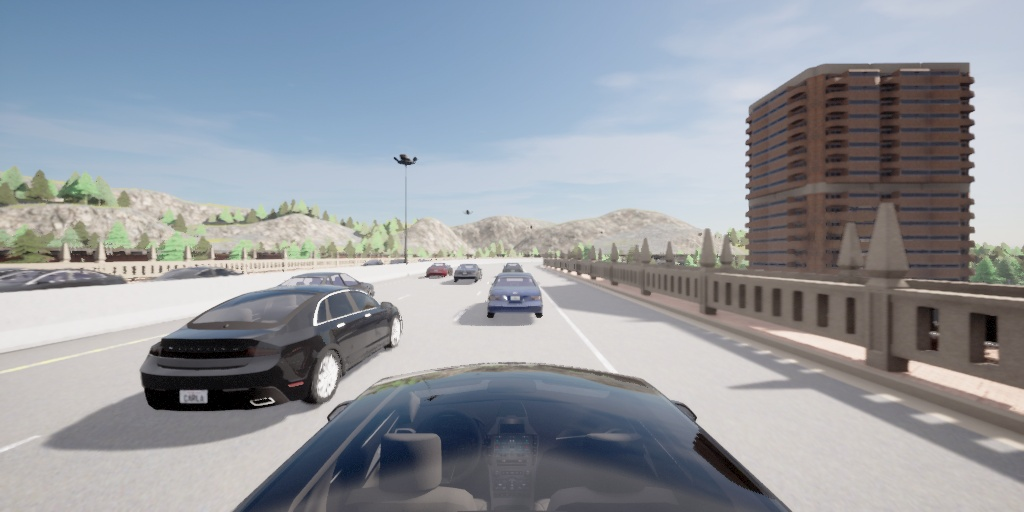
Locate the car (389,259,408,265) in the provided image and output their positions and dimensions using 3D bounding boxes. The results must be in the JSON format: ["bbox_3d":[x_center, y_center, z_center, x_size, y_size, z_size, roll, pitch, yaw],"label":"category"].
[{"bbox_3d":[-17.579,1.241,55.572,1.837,1.490,4.892,0,0,0],"label":"car"}]

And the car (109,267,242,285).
[{"bbox_3d":[-14.106,1.251,15.891,1.837,1.490,4.892,0,0,0],"label":"car"}]

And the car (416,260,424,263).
[{"bbox_3d":[-14.064,1.285,57.442,2.033,1.411,5.357,0,0,1],"label":"car"}]

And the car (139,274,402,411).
[{"bbox_3d":[-3.402,1.254,6.254,1.837,1.490,4.892,0,0,0],"label":"car"}]

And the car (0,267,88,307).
[{"bbox_3d":[-21.105,1.251,14.640,1.837,1.490,4.892,0,0,0],"label":"car"}]

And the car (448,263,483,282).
[{"bbox_3d":[-3.412,1.292,28.393,2.033,1.411,5.357,0,0,0],"label":"car"}]

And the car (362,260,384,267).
[{"bbox_3d":[-21.082,1.263,54.656,1.812,1.442,4.674,0,0,0],"label":"car"}]

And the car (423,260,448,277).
[{"bbox_3d":[-6.915,1.307,34.577,1.994,1.385,4.181,0,0,0],"label":"car"}]

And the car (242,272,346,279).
[{"bbox_3d":[-6.905,1.295,13.266,2.033,1.411,5.357,0,0,0],"label":"car"}]

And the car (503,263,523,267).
[{"bbox_3d":[0.084,1.307,34.508,1.994,1.385,4.181,0,0,0],"label":"car"}]

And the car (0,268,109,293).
[{"bbox_3d":[-17.606,1.238,13.469,2.128,1.511,4.902,0,0,0],"label":"car"}]

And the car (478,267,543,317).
[{"bbox_3d":[0.095,1.295,13.139,2.033,1.411,5.357,0,0,0],"label":"car"}]
